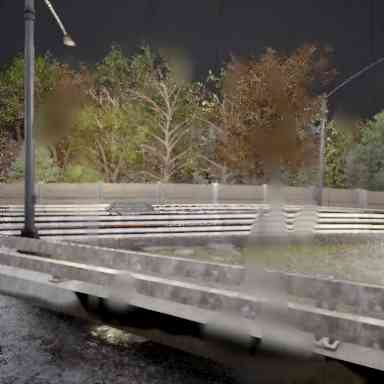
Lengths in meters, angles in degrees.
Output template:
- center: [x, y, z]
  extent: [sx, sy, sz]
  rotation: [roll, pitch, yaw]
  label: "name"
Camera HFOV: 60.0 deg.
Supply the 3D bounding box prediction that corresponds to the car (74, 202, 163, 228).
- center: [-3.822, 1.319, 17.565]
  extent: [4.553, 1.767, 2.097]
  rotation: [0, 0, -11]
  label: "car"
